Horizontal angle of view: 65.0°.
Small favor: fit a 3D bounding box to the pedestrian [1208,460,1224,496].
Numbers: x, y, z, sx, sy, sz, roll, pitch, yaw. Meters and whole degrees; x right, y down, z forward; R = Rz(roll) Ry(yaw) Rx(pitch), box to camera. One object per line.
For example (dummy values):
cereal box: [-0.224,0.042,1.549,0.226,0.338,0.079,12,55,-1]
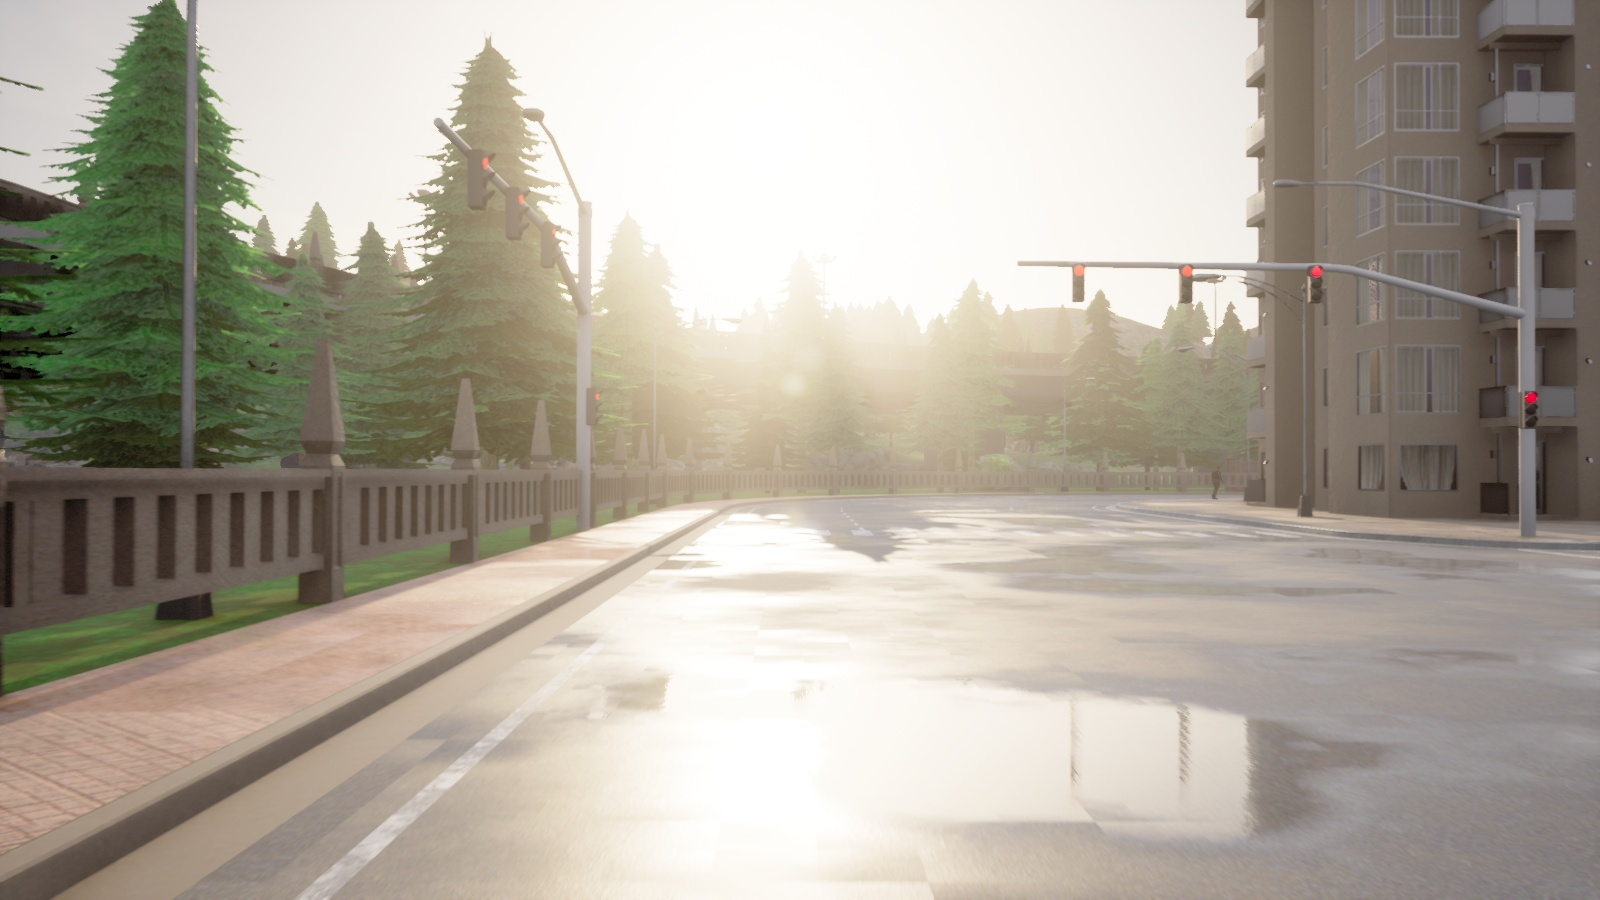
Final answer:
pedestrian: [21.332,1.438,64.400,0.720,1.854,0.376,0,-1,-28]
